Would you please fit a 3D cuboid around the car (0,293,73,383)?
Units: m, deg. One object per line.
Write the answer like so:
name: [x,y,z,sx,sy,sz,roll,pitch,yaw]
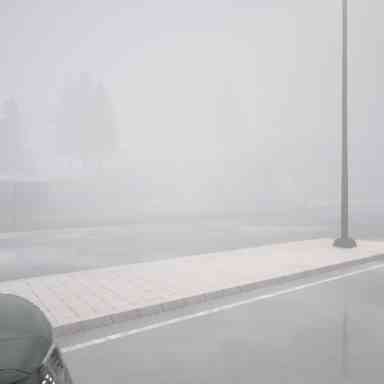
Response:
car: [-3.383,1.217,1.333,5.566,2.045,2.150,1,0,-35]
